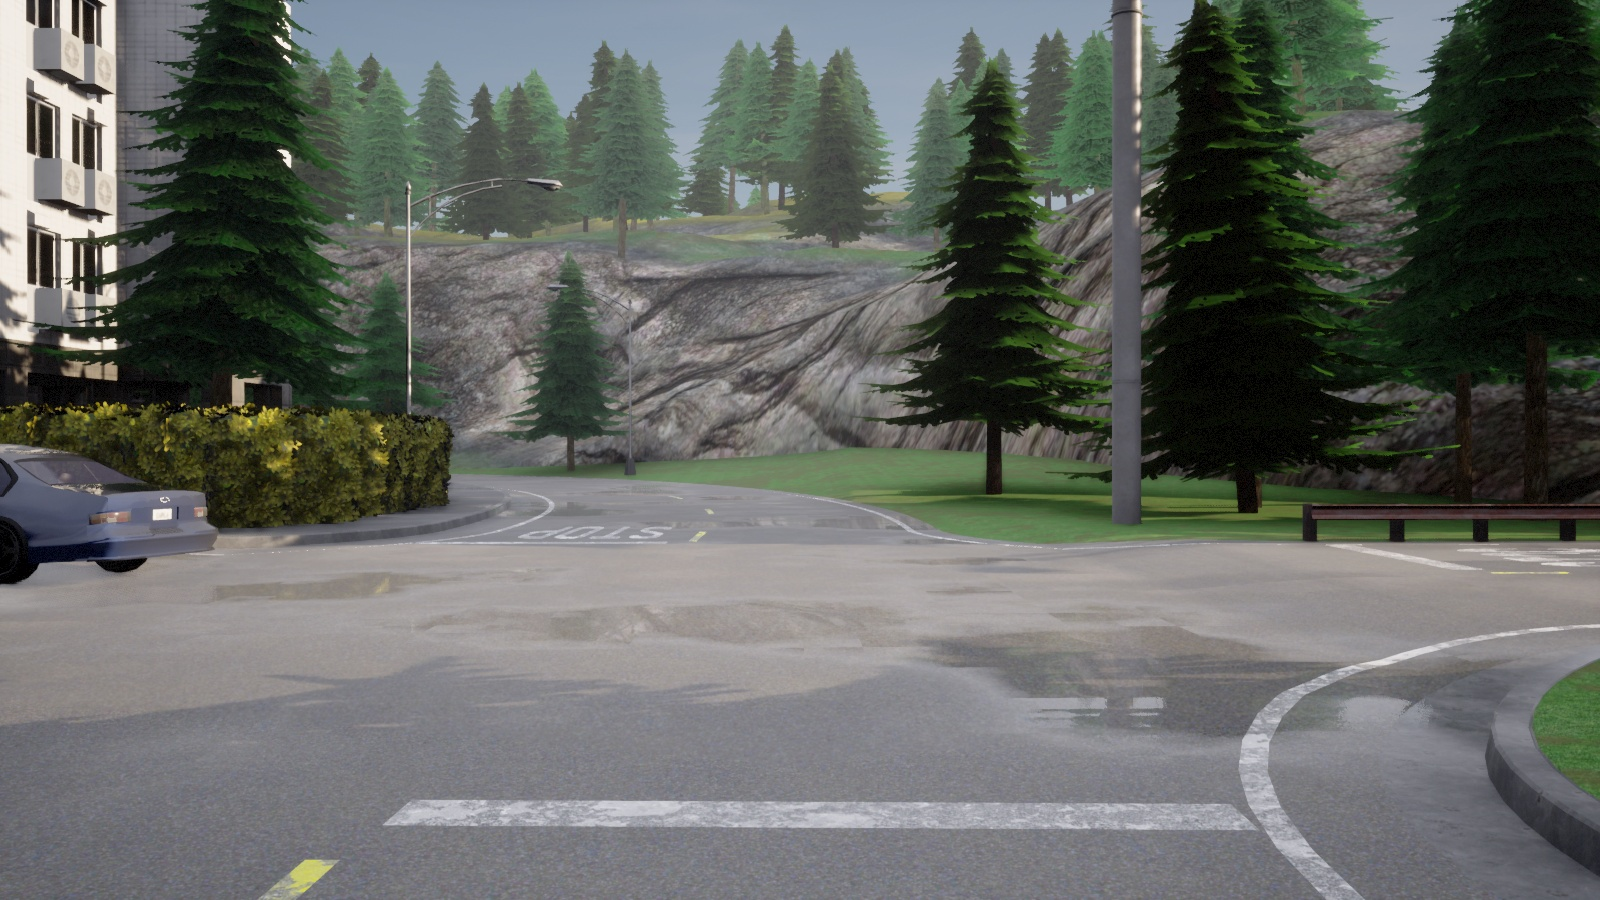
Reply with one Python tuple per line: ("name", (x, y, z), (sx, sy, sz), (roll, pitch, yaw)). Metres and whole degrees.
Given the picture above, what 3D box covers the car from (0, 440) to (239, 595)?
("car", (-9.259, 0.604, 13.918), (5.357, 1.411, 2.033), (3, 0, 13))
